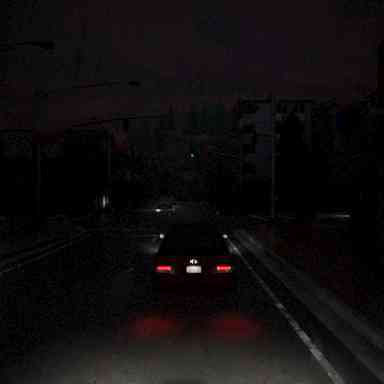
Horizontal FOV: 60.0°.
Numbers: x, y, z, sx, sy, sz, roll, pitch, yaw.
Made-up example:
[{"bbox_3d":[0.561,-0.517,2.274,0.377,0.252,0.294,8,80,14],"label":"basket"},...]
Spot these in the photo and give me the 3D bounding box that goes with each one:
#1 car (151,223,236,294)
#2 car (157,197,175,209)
[{"bbox_3d":[0.039,1.548,8.958,2.033,1.411,5.357,0,0,0],"label":"car"},{"bbox_3d":[-3.711,1.526,45.965,1.812,1.442,4.674,0,0,0],"label":"car"}]
